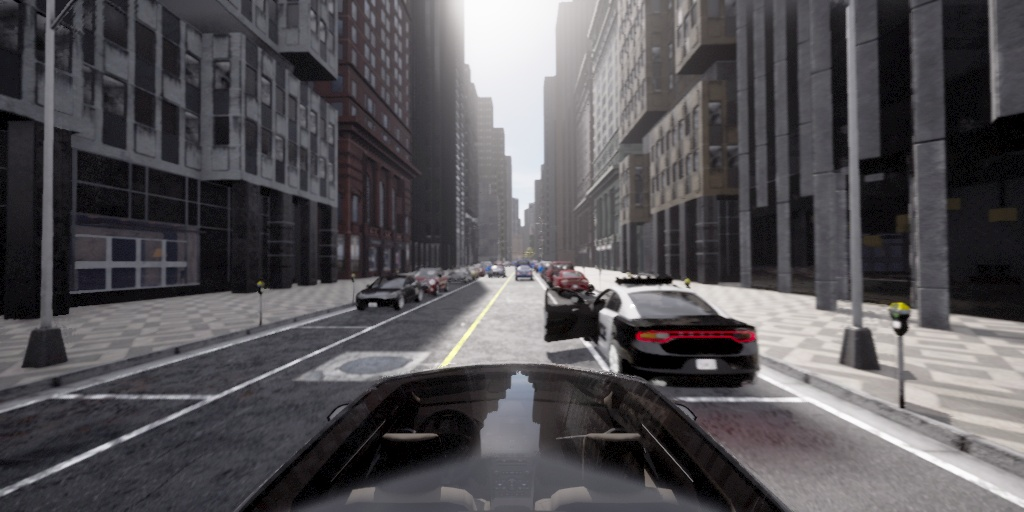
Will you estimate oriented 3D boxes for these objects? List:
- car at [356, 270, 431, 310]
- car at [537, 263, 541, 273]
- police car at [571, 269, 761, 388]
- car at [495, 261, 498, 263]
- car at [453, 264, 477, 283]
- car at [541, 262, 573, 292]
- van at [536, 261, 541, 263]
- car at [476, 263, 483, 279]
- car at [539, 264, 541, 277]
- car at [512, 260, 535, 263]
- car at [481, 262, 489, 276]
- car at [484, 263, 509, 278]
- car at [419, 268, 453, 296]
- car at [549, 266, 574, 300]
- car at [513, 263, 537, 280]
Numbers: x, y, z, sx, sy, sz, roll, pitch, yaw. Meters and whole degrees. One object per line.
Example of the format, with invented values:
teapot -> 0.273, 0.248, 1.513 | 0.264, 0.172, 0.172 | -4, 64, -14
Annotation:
car -> -5.260, 1.525, 15.908 | 1.948, 1.339, 4.313 | 0, 0, 2
car -> 3.974, 1.734, 38.183 | 1.948, 1.339, 4.313 | 0, 0, 2
police car -> 2.592, 1.224, 7.220 | 1.930, 1.638, 5.238 | 0, -1, 2
car -> -3.839, 2.027, 60.803 | 1.751, 1.417, 4.829 | 0, 0, 2
car -> -4.725, 1.713, 32.807 | 2.007, 1.370, 4.403 | 0, 0, 2
car -> 3.618, 1.347, 26.916 | 2.192, 1.841, 5.009 | 0, 0, 2
van -> 4.153, 1.577, 43.816 | 1.690, 1.789, 3.998 | 0, 0, 2
car -> -4.552, 1.756, 38.271 | 1.751, 1.417, 4.829 | 0, 0, 2
car -> 3.796, 1.666, 32.549 | 1.948, 1.339, 4.313 | 0, 0, 2
car -> 1.523, 1.517, 47.179 | 2.150, 2.045, 5.566 | 0, -1, 2
car -> -4.368, 1.738, 44.074 | 1.967, 1.591, 4.097 | 0, 0, 2
car -> -1.712, 1.819, 41.998 | 1.994, 1.385, 4.181 | 0, -1, 2
car -> -5.081, 1.467, 21.542 | 1.967, 1.591, 4.097 | 0, 0, 2
car -> 3.439, 1.510, 21.282 | 1.888, 1.381, 4.507 | 0, 0, 2
car -> 1.244, 1.717, 36.799 | 2.033, 1.411, 5.357 | 0, -1, 2
